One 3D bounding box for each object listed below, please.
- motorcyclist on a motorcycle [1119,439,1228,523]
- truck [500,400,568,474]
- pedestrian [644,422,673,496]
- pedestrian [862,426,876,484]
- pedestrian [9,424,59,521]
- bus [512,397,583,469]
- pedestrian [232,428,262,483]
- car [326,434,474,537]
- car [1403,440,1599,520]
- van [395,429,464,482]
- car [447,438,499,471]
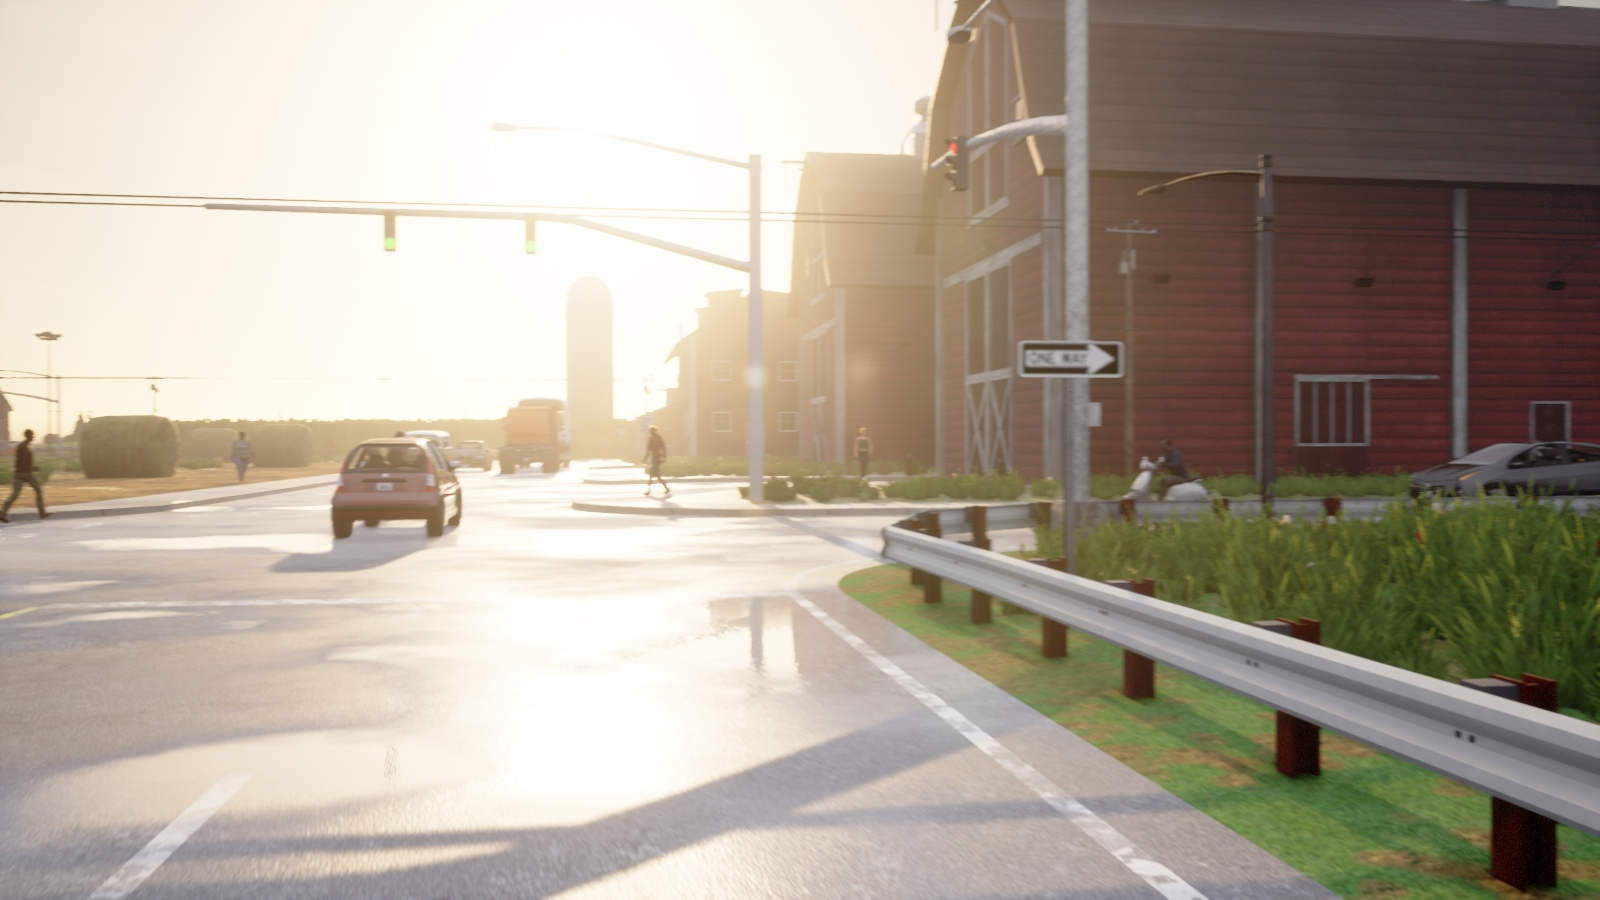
[{"bbox_3d":[7.162,0.579,24.118,1.817,1.590,0.866,0,0,-8],"label":"motorcyclist on a motorcycle"},{"bbox_3d":[-13.301,-0.635,63.328,2.891,3.462,7.936,-1,0,-9],"label":"truck"},{"bbox_3d":[-3.544,0.218,31.440,0.636,1.846,0.331,0,0,-42],"label":"pedestrian"},{"bbox_3d":[2.216,0.155,40.415,0.345,1.836,0.594,0,0,-8],"label":"pedestrian"},{"bbox_3d":[-14.834,0.423,24.326,0.431,1.840,0.703,0,0,28],"label":"pedestrian"},{"bbox_3d":[-15.830,-1.061,79.543,3.944,4.253,10.273,0,0,-9],"label":"bus"},{"bbox_3d":[-19.004,0.185,43.129,0.874,1.855,0.900,0,0,-28],"label":"pedestrian"},{"bbox_3d":[-6.801,0.542,21.763,1.851,1.617,3.988,0,0,-9],"label":"car"},{"bbox_3d":[14.789,0.556,25.168,4.514,1.525,2.007,0,0,-8],"label":"car"},{"bbox_3d":[-14.822,0.203,50.418,2.069,2.038,4.480,0,0,-9],"label":"van"},{"bbox_3d":[-17.472,0.225,67.384,2.242,1.667,4.611,0,0,-9],"label":"car"}]
